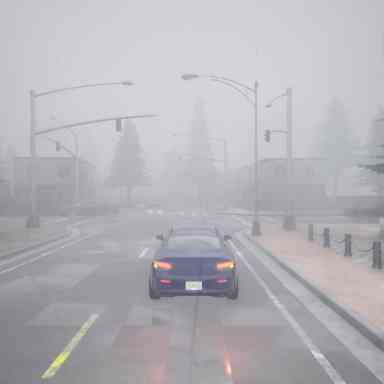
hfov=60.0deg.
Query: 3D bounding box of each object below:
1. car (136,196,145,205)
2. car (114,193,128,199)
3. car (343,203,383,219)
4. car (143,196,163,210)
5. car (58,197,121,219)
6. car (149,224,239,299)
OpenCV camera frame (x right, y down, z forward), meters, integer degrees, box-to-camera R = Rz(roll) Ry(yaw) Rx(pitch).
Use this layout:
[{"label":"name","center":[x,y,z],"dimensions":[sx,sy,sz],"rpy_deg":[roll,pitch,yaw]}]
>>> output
[{"label":"car","center":[-8.758,1.443,59.755],"dimensions":[1.882,1.535,5.008],"rpy_deg":[0,0,-22]},{"label":"car","center":[-15.899,0.935,73.470],"dimensions":[2.097,1.767,4.553],"rpy_deg":[0,0,-36]},{"label":"car","center":[15.459,1.585,28.173],"dimensions":[4.718,1.301,1.895],"rpy_deg":[0,0,2]},{"label":"car","center":[-4.800,1.513,42.946],"dimensions":[2.033,1.411,5.357],"rpy_deg":[0,0,-5]},{"label":"car","center":[-9.003,1.460,29.116],"dimensions":[5.008,1.535,1.882],"rpy_deg":[0,2,-24]},{"label":"car","center":[0.045,1.526,8.305],"dimensions":[1.812,1.442,4.674],"rpy_deg":[0,0,0]}]
